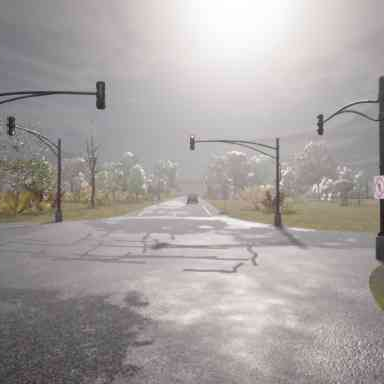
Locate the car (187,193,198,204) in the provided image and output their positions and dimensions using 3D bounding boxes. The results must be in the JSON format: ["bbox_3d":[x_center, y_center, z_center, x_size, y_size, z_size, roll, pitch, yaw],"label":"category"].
[{"bbox_3d":[0.107,1.293,67.703,2.150,2.045,5.566,0,0,0],"label":"car"}]
